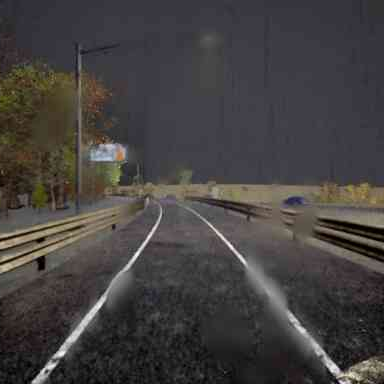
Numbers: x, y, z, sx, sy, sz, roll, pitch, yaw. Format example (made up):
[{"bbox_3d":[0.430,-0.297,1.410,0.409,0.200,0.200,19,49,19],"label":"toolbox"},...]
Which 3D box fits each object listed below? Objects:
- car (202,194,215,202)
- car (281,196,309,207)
[{"bbox_3d":[3.744,1.266,75.678,2.097,1.767,4.553,0,0,-22],"label":"car"},{"bbox_3d":[14.795,1.338,47.807,1.812,1.442,4.674,0,0,-22],"label":"car"}]
